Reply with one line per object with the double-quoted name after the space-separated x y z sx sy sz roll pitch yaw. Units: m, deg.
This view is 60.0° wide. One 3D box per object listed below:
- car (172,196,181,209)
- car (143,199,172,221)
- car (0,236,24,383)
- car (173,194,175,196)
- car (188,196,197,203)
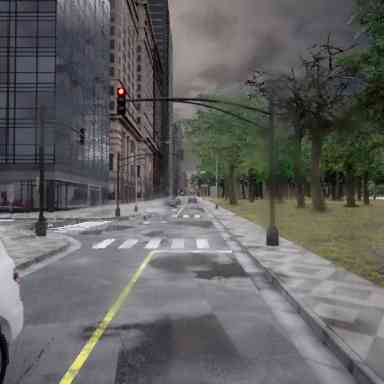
-3.018 1.659 47.619 2.033 1.411 5.357 0 0 0 "car"
-3.063 1.604 28.871 1.812 1.442 4.674 -1 1 0 "car"
-3.097 1.222 1.746 2.150 2.045 5.566 0 0 0 "car"
-2.969 1.661 60.009 1.837 1.490 4.892 0 1 1 "car"
0.130 1.762 76.951 2.128 1.511 4.902 0 0 0 "car"
